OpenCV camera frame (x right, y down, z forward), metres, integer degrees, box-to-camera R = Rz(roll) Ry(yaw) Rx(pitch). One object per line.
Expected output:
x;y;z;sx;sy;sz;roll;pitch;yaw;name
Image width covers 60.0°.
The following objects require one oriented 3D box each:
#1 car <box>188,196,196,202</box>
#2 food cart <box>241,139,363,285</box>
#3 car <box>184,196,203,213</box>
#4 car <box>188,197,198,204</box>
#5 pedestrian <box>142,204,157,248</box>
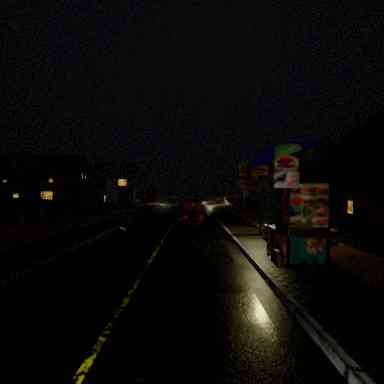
0.088;1.819;84.460;2.033;1.411;5.357;0;0;0;car
3.045;0.469;10.545;2.280;3.560;4.660;1;1;0;food cart
0.132;1.413;37.679;2.097;1.767;4.553;0;0;0;car
0.169;1.773;66.592;1.895;1.301;4.718;0;0;0;car
-1.748;1.301;13.395;0.375;1.860;0.375;-1;1;0;pedestrian
